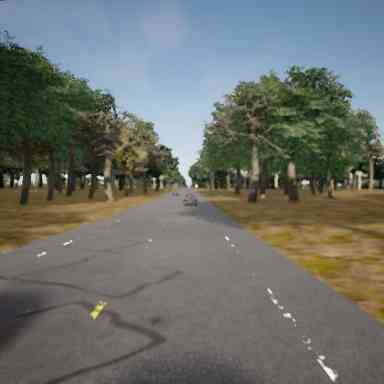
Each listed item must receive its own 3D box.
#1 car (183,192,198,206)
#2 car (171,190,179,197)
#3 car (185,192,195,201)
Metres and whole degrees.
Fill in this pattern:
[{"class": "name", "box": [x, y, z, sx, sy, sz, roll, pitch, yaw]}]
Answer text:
[{"class": "car", "box": [-0.258, 1.098, 46.333, 2.128, 1.511, 4.902, 0, 1, 0]}, {"class": "car", "box": [-4.144, 0.339, 82.513, 1.837, 1.490, 4.892, 0, 1, 0]}, {"class": "car", "box": [-0.420, 0.772, 64.163, 1.837, 1.490, 4.892, 0, 2, 0]}]
